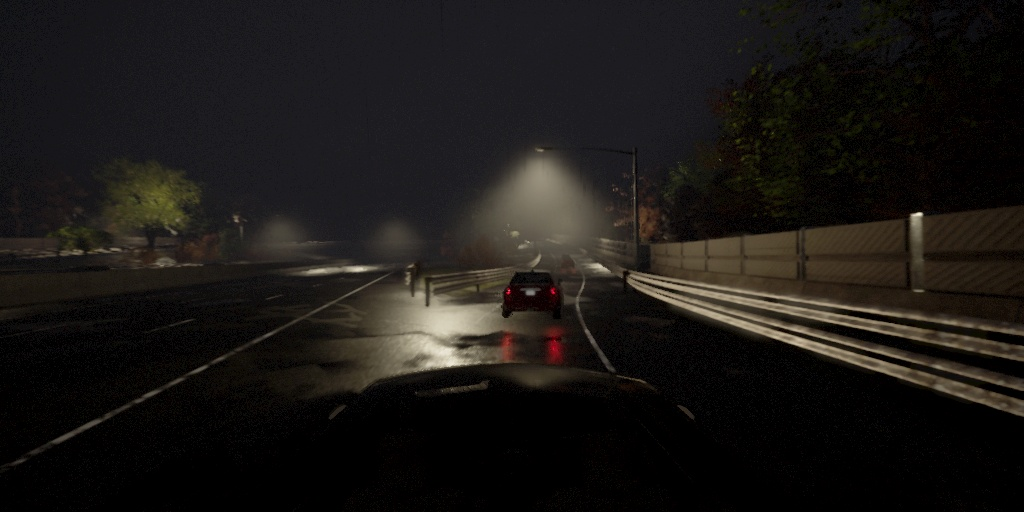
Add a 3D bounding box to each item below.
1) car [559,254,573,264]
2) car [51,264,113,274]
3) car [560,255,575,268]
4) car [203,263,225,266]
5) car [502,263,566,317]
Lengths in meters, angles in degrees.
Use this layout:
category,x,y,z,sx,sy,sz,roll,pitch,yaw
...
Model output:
category,x,y,z,sx,sy,sz,roll,pitch,yaw
car,9.563,0.445,63.752,2.033,1.411,5.357,-1,4,5
car,-34.235,1.530,28.446,2.097,1.767,4.553,-1,0,-13
car,8.345,0.942,53.755,1.882,1.535,5.008,-1,3,7
car,-38.314,1.649,45.906,1.837,1.490,4.892,-1,1,-13
car,0.970,1.323,14.469,2.097,1.767,4.553,-1,-1,9
